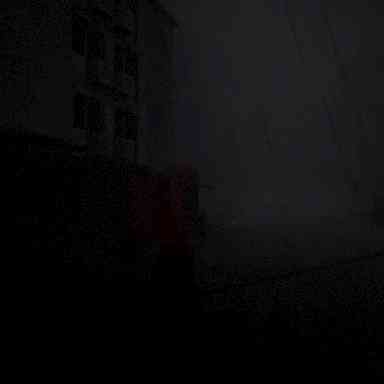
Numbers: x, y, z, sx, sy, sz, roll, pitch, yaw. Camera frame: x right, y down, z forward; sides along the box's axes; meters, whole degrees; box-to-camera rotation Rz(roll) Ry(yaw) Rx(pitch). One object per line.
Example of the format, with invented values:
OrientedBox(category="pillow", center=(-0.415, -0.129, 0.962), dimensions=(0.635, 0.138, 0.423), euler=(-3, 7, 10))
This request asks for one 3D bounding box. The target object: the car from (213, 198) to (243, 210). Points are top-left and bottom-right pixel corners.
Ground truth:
OrientedBox(category="car", center=(4.534, 1.519, 42.774), dimensions=(1.812, 1.442, 4.674), euler=(0, 0, -35))

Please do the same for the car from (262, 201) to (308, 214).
OrientedBox(category="car", center=(9.834, 1.594, 35.352), dimensions=(1.895, 1.301, 4.718), euler=(0, 0, -36))
